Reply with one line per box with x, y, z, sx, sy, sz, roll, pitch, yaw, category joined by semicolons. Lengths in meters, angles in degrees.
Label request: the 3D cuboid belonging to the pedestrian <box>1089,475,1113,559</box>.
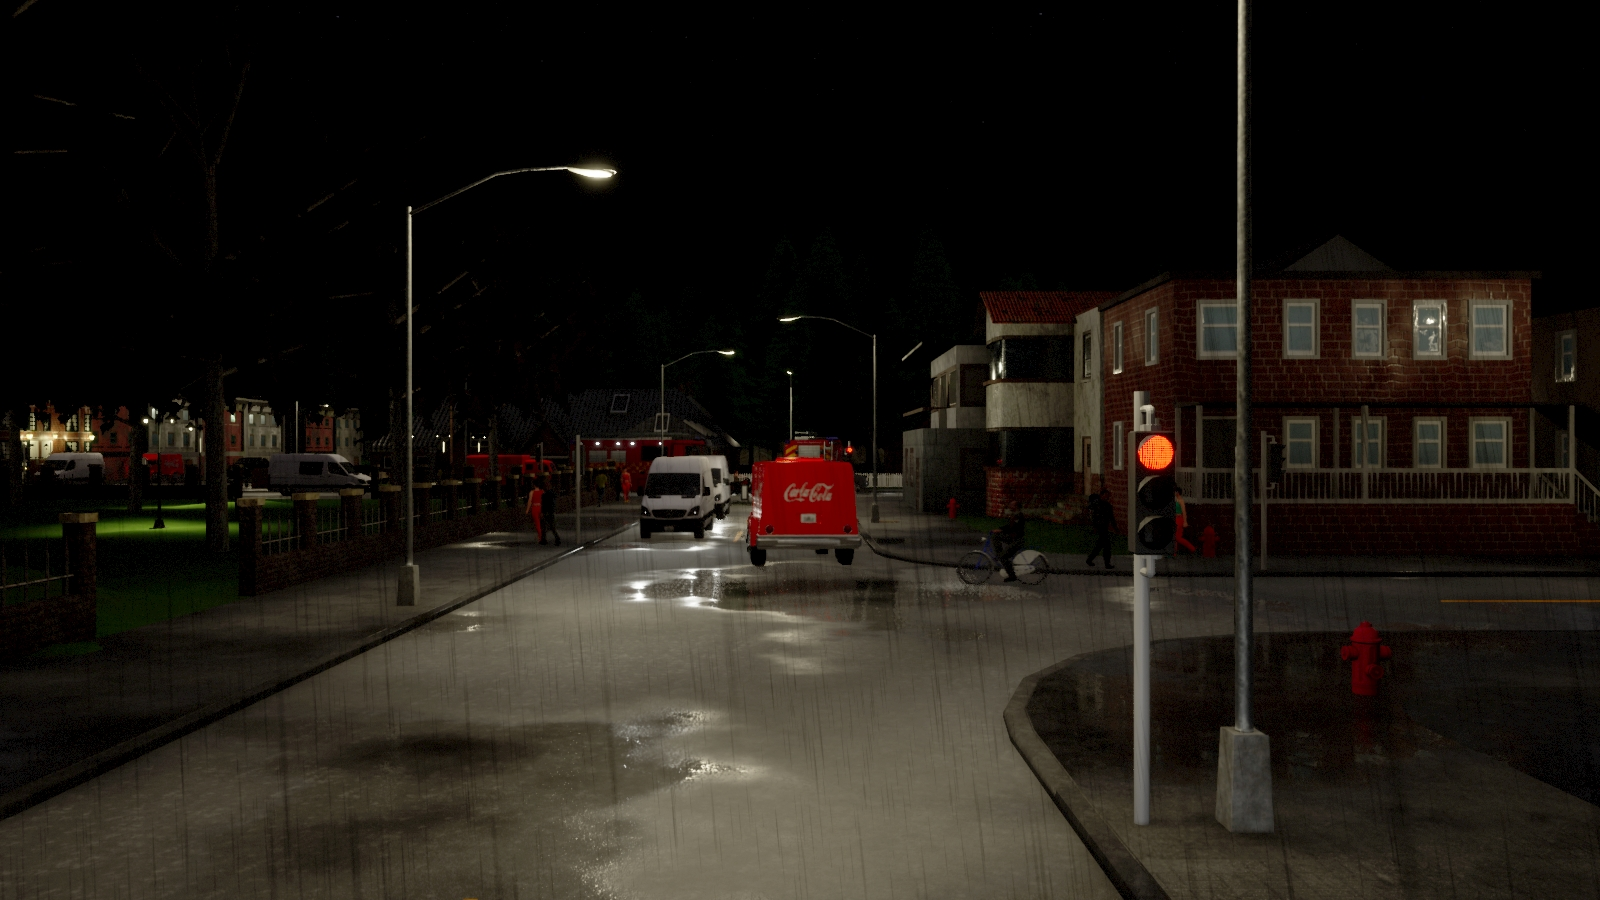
6.781;1.506;25.761;0.375;1.860;0.375;0;0;-32;pedestrian

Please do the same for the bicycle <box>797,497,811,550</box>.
0.094;1.927;30.359;0.329;1.271;1.835;0;0;-1;bicycle

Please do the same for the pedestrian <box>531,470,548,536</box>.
-7.412;1.511;32.507;0.375;1.860;0.375;0;0;-31;pedestrian

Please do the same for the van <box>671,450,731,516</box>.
-4.033;1.294;47.549;1.988;2.561;5.915;0;0;0;van

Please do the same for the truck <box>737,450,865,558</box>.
-0.107;1.315;28.933;2.627;2.467;5.204;0;-1;-7;truck

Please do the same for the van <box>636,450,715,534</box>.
-4.014;1.299;37.808;1.988;2.561;5.915;0;0;0;van

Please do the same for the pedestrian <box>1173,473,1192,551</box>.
9.289;1.504;27.740;0.375;1.860;0.375;0;0;8;pedestrian

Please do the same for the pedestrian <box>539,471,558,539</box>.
-7.001;1.511;31.774;0.375;1.860;0.375;0;0;40;pedestrian
